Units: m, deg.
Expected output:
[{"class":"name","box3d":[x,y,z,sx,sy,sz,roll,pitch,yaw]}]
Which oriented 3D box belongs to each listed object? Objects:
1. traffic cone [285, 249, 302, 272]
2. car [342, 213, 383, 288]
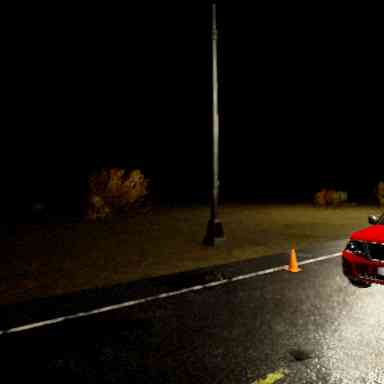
[{"class":"traffic cone","box3d":[2.859,1.910,9.410,0.340,0.580,0.340,-1,0,-38]},{"class":"car","box3d":[5.873,1.150,8.031,5.566,2.045,2.150,0,0,-38]}]
